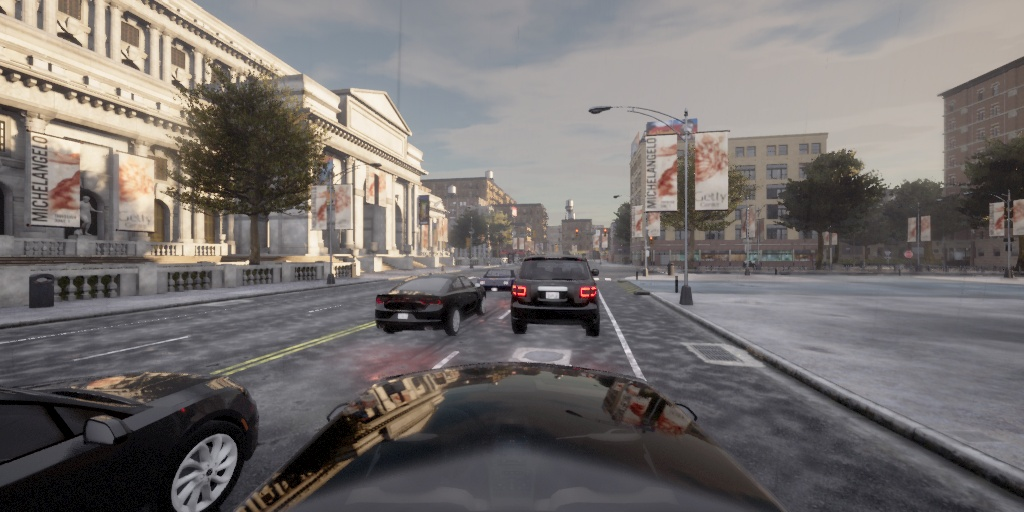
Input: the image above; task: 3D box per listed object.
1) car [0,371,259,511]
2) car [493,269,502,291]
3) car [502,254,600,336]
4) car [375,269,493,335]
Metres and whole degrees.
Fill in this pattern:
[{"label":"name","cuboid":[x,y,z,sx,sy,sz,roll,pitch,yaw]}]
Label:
[{"label":"car","cuboid":[-3.203,1.255,1.258,1.837,1.490,4.892,0,0,0]},{"label":"car","cuboid":[-0.445,1.351,19.772,1.895,1.301,4.718,0,0,11]},{"label":"car","cuboid":[1.381,0.971,10.636,2.150,2.045,5.566,0,0,10]},{"label":"car","cuboid":[-2.106,1.228,10.651,1.882,1.535,5.008,0,0,9]}]
